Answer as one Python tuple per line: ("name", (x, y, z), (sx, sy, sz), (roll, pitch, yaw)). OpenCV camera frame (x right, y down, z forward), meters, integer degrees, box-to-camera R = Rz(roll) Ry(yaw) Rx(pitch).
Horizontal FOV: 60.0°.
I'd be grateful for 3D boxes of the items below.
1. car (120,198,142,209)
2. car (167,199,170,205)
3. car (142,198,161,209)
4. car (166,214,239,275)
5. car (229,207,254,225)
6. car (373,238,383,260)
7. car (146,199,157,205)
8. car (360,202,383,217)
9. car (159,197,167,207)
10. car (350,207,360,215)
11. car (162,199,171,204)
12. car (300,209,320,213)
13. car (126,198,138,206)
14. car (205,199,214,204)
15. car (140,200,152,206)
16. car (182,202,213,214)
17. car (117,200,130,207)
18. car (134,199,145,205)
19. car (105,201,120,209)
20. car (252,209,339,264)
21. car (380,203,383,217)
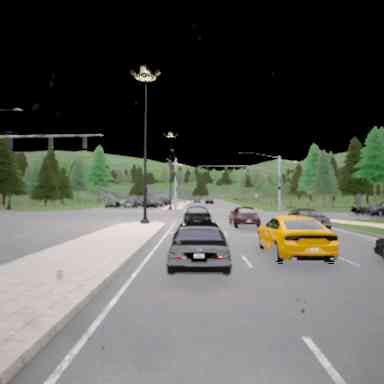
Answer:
("car", (-10.784, 2.179, 59.036), (2.128, 1.511, 4.902), (0, -1, 1))
("car", (-6.948, 2.155, 79.482), (2.150, 2.045, 5.566), (0, -1, 1))
("car", (-7.254, 2.305, 60.237), (1.895, 1.301, 4.718), (0, -1, 1))
("car", (0.218, 1.677, 10.826), (2.033, 1.411, 5.357), (0, -1, 1))
("car", (3.854, 1.819, 24.639), (1.812, 1.442, 4.674), (0, -1, 0))
("car", (7.191, 1.661, 9.105), (2.033, 1.411, 5.357), (0, -1, 1))
("car", (-10.357, 2.531, 86.143), (2.128, 1.511, 4.902), (0, -1, 1))
("car", (21.291, 1.790, 35.943), (4.553, 1.767, 2.097), (0, -1, 1))
("car", (-7.087, 2.164, 69.181), (2.097, 1.767, 4.553), (0, -1, 1))
("car", (21.421, 2.080, 39.437), (4.718, 1.301, 1.895), (0, -1, 1))
("car", (-6.793, 2.586, 89.887), (2.033, 1.411, 5.357), (0, -1, 1))
("car", (7.354, 1.810, 21.847), (2.033, 1.411, 5.357), (0, -1, 1))
("car", (-13.975, 2.258, 77.577), (2.097, 1.767, 4.553), (0, -1, 1))
("car", (4.667, 2.513, 87.744), (1.882, 1.535, 5.008), (0, -1, 1))
("car", (-10.495, 2.440, 76.011), (1.994, 1.385, 4.181), (0, -1, 1))
("car", (0.350, 1.757, 23.635), (1.882, 1.535, 5.008), (0, -1, 0))
("car", (-14.094, 2.323, 68.714), (1.812, 1.442, 4.674), (0, -1, 1))
("car", (-13.833, 2.563, 87.816), (2.033, 1.411, 5.357), (0, -1, 1))
("car", (-14.251, 2.261, 60.086), (1.994, 1.385, 4.181), (0, -1, 1))
("car", (3.744, 1.629, 12.533), (1.882, 1.535, 5.008), (0, -1, 1))
("car", (21.487, 1.998, 32.431), (4.718, 1.301, 1.895), (0, -1, 1))
